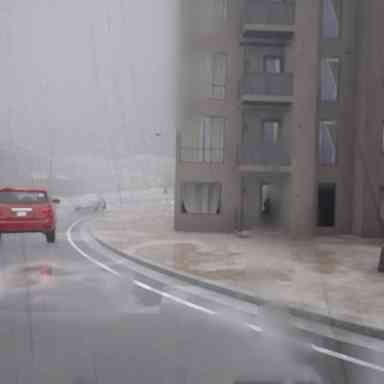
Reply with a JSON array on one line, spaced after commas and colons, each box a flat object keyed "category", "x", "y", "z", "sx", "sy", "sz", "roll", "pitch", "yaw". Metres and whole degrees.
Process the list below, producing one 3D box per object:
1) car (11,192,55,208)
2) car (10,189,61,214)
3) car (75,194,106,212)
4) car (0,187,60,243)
[{"category": "car", "x": -16.216, "y": 0.733, "z": 34.286, "sx": 2.033, "sy": 1.411, "sz": 5.357, "roll": 1, "pitch": 1, "yaw": -2}, {"category": "car", "x": -12.227, "y": 0.692, "z": 26.391, "sx": 2.097, "sy": 1.767, "sz": 4.553, "roll": 1, "pitch": 1, "yaw": -4}, {"category": "car", "x": -8.924, "y": 0.906, "z": 29.487, "sx": 1.812, "sy": 1.442, "sz": 4.674, "roll": 1, "pitch": 1, "yaw": -2}, {"category": "car", "x": -6.870, "y": 0.855, "z": 13.983, "sx": 2.150, "sy": 2.045, "sz": 5.566, "roll": 1, "pitch": 0, "yaw": -21}]
